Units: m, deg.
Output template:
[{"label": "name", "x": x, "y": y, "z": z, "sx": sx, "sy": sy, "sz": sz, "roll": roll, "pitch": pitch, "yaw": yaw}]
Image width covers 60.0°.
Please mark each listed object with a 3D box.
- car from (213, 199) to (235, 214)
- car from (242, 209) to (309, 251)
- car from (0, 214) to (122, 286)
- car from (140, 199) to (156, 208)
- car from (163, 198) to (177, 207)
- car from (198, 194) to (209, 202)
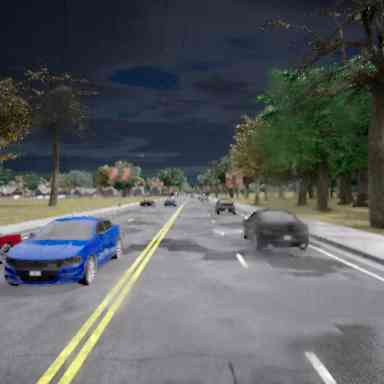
[{"label": "car", "x": 3.354, "y": 1.501, "z": 34.723, "sx": 1.837, "sy": 1.490, "sz": 4.892, "roll": 0, "pitch": 0, "yaw": 0}, {"label": "car", "x": 3.351, "y": 1.457, "z": 14.117, "sx": 1.882, "sy": 1.535, "sz": 5.008, "roll": 0, "pitch": 0, "yaw": 0}, {"label": "car", "x": -3.349, "y": 1.460, "z": 9.598, "sx": 1.882, "sy": 1.535, "sz": 5.008, "roll": 0, "pitch": 0, "yaw": 0}, {"label": "car", "x": -6.573, "y": 1.626, "z": 49.506, "sx": 1.895, "sy": 1.301, "sz": 4.718, "roll": 0, "pitch": 0, "yaw": 0}, {"label": "car", "x": -3.317, "y": 1.577, "z": 51.179, "sx": 2.033, "sy": 1.411, "sz": 5.357, "roll": 0, "pitch": 0, "yaw": 0}, {"label": "car", "x": 3.257, "y": 1.705, "z": 82.560, "sx": 2.033, "sy": 1.411, "sz": 5.357, "roll": 0, "pitch": 0, "yaw": 0}]
